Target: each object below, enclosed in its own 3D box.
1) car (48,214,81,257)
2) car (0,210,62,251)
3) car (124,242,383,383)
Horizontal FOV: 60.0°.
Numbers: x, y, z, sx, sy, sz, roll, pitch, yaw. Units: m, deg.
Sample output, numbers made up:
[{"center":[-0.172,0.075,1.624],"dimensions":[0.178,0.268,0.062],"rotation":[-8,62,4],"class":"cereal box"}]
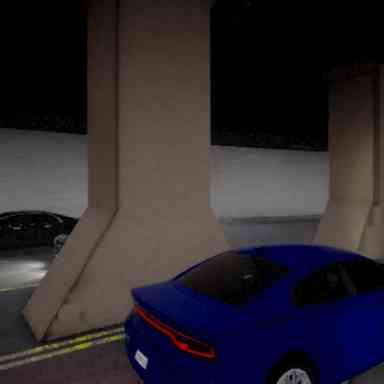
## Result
[{"center":[-1.660,1.475,11.048],"dimensions":[5.357,1.411,2.033],"rotation":[0,0,-31],"class":"car"},{"center":[-6.389,1.439,12.087],"dimensions":[4.892,1.490,1.837],"rotation":[0,0,-33],"class":"car"},{"center":[1.598,1.441,4.552],"dimensions":[5.008,1.535,1.882],"rotation":[0,0,-32],"class":"car"}]
